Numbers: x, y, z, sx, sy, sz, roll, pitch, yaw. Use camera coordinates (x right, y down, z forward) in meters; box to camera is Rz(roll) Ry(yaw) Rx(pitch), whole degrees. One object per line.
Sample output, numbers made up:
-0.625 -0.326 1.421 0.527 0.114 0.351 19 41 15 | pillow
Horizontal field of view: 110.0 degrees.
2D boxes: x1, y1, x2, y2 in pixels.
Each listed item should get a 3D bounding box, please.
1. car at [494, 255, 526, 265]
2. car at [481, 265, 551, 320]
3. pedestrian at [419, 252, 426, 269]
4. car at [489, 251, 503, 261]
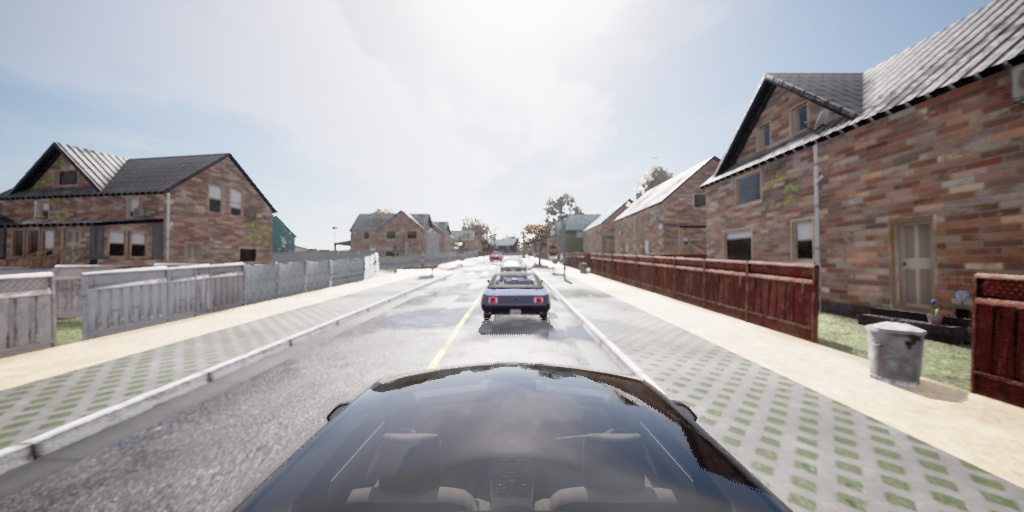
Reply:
0.099 0.868 23.395 2.033 1.411 5.357 0 1 0 | car
0.102 1.148 11.672 1.895 1.301 4.718 0 1 0 | car
-9.909 0.450 39.721 0.375 1.860 0.375 0 -1 5 | pedestrian
-2.791 0.008 61.797 2.097 1.767 4.553 0 1 1 | car
